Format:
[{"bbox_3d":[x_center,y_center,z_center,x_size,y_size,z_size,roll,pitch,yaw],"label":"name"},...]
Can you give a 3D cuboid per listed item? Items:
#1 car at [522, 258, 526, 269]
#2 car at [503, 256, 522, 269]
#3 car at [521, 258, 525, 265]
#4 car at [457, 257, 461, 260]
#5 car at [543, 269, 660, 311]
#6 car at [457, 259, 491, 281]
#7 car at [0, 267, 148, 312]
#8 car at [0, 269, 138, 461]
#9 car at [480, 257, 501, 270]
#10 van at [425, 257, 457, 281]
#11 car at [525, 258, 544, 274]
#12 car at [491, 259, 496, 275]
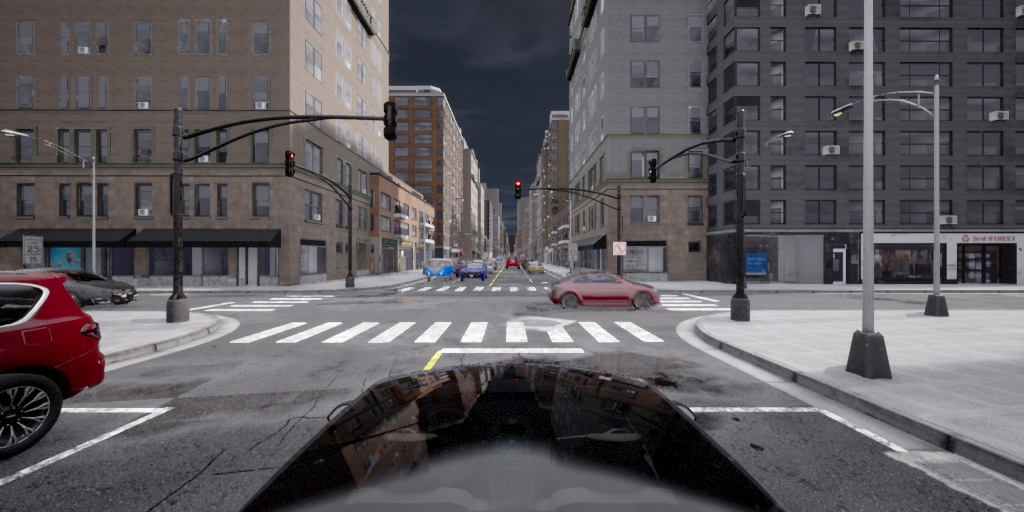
[{"bbox_3d":[2.698,1.295,45.935,2.007,1.370,4.403,0,0,0],"label":"car"},{"bbox_3d":[0.139,0.964,57.130,2.150,2.045,5.566,0,0,0],"label":"car"},{"bbox_3d":[2.702,1.309,51.530,1.948,1.339,4.313,0,0,0],"label":"car"},{"bbox_3d":[-5.836,1.061,34.727,2.192,1.841,5.009,0,0,0],"label":"car"},{"bbox_3d":[3.494,1.309,14.031,4.181,1.385,1.994,0,0,0],"label":"car"},{"bbox_3d":[-3.081,1.225,29.707,1.882,1.535,5.008,0,0,0],"label":"car"},{"bbox_3d":[-17.560,1.260,13.906,4.892,1.490,1.837,1,0,-2],"label":"car"},{"bbox_3d":[-5.857,1.065,2.183,2.192,1.841,5.009,0,0,0],"label":"car"},{"bbox_3d":[-3.054,1.235,50.536,2.128,1.511,4.902,0,0,0],"label":"car"},{"bbox_3d":[-5.839,1.088,29.131,1.690,1.789,3.998,0,0,0],"label":"van"},{"bbox_3d":[2.694,1.271,40.511,1.751,1.417,4.829,0,0,0],"label":"car"},{"bbox_3d":[-3.073,1.347,39.641,1.895,1.301,4.718,0,0,0],"label":"car"}]
